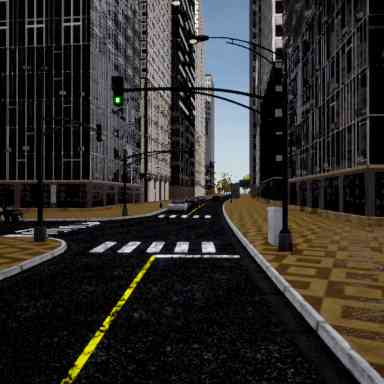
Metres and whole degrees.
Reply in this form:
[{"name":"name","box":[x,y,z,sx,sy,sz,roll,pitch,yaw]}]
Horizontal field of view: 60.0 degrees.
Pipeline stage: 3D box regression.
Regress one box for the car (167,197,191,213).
[{"name":"car","box":[-1.592,1.580,36.864,1.895,1.301,4.718,0,0,4]}]

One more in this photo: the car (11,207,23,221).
[{"name":"car","box":[-16.493,1.857,28.019,4.403,1.369,2.008,-1,1,10]}]

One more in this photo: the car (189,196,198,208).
[{"name":"car","box":[-0.782,1.459,46.176,2.128,1.511,4.902,0,0,5]}]

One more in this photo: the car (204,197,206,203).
[{"name":"car","box":[1.715,1.473,67.083,2.033,1.411,5.357,0,0,8]}]

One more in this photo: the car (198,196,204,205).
[{"name":"car","box":[0.327,1.496,56.550,2.033,1.411,5.357,0,0,7]}]

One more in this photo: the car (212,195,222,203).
[{"name":"car","box":[5.224,1.421,69.471,1.837,1.490,4.892,0,0,8]}]

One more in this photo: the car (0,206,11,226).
[{"name":"car","box":[-14.890,1.737,21.872,4.892,1.490,1.837,-1,0,10]}]
